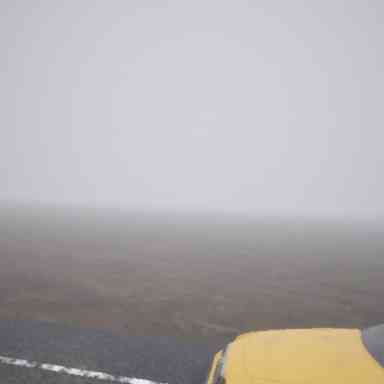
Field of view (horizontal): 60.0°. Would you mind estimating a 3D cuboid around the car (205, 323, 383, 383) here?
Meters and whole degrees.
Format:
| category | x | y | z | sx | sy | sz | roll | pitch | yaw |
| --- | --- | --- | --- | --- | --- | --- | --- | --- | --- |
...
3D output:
| category | x | y | z | sx | sy | sz | roll | pitch | yaw |
| --- | --- | --- | --- | --- | --- | --- | --- | --- | --- |
| car | 2.789 | 1.763 | 2.898 | 5.366 | 1.575 | 1.801 | 3 | -3 | 11 |
